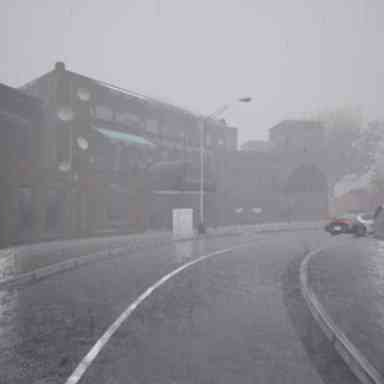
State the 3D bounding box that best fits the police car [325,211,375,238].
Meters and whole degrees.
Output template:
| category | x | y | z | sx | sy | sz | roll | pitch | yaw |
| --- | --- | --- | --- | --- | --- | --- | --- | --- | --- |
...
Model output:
| category | x | y | z | sx | sy | sz | roll | pitch | yaw |
| --- | --- | --- | --- | --- | --- | --- | --- | --- | --- |
| police car | 10.636 | 1.964 | 20.733 | 4.974 | 1.542 | 2.038 | 0 | -2 | -30 |
